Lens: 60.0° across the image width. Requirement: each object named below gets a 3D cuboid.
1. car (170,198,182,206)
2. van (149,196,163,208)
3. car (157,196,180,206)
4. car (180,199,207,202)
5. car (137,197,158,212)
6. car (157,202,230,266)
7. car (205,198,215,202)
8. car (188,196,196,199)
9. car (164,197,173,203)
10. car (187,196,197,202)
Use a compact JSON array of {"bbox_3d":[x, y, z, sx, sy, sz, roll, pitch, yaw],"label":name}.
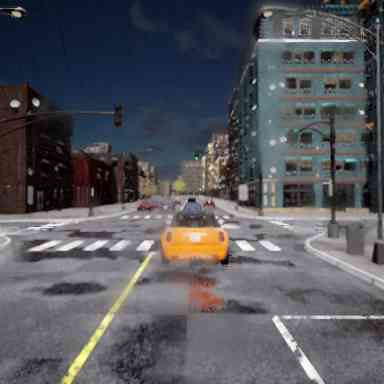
[{"bbox_3d":[-3.019,1.847,63.054,1.895,1.301,4.718,0,0,0],"label":"car"},{"bbox_3d":[-5.683,1.548,52.994,1.690,1.788,3.998,1,0,0],"label":"van"},{"bbox_3d":[-3.086,1.654,42.136,2.128,1.511,4.902,0,0,1],"label":"car"},{"bbox_3d":[0.092,1.675,32.368,2.033,1.411,5.357,0,0,0],"label":"car"},{"bbox_3d":[-5.762,1.707,41.624,1.887,1.381,4.507,1,0,0],"label":"car"},{"bbox_3d":[0.097,1.400,11.933,2.097,1.767,4.553,0,0,0],"label":"car"},{"bbox_3d":[2.694,1.648,53.056,1.967,1.590,4.097,1,0,0],"label":"car"},{"bbox_3d":[-0.014,1.764,69.295,1.837,1.490,4.892,0,0,0],"label":"car"},{"bbox_3d":[-5.694,1.901,81.426,1.802,1.307,4.206,1,0,0],"label":"car"},{"bbox_3d":[-0.017,1.670,79.722,2.128,1.511,4.902,0,0,0],"label":"car"}]
